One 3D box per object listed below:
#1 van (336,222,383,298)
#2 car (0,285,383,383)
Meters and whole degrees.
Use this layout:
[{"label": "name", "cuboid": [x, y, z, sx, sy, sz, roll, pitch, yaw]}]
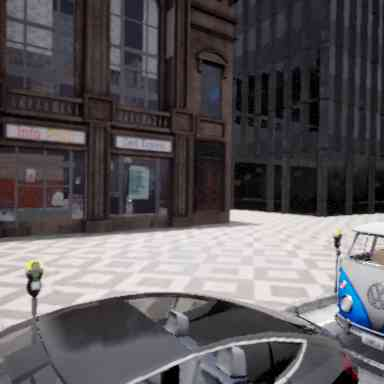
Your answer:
[{"label": "van", "cuboid": [3.965, 1.329, 5.258, 3.998, 1.788, 1.690, 0, 1, -34]}, {"label": "car", "cuboid": [-0.688, 1.521, 2.107, 4.313, 1.339, 1.947, 0, 1, -34]}]
